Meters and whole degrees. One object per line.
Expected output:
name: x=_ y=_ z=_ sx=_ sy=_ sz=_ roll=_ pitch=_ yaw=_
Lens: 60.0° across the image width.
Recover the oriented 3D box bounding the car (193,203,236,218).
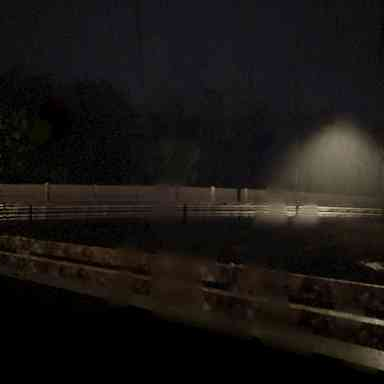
car: x=2.180 y=1.740 z=31.946 sx=4.181 sy=1.385 sz=1.994 roll=1 pitch=-1 yaw=-22
